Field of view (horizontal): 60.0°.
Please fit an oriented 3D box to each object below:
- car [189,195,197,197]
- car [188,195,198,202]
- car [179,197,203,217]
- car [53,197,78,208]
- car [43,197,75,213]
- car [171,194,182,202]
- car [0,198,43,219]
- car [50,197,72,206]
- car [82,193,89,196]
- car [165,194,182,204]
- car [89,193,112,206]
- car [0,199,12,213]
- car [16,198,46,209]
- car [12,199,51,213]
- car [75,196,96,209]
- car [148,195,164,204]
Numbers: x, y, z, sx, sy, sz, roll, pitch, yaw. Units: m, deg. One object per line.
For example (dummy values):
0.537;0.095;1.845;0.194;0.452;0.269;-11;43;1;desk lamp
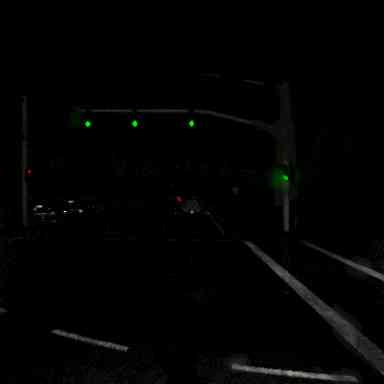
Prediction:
0.025;1.520;62.130;1.812;1.442;4.674;0;0;1;car
0.239;1.413;72.310;1.882;1.535;5.008;0;0;1;car
-0.008;1.523;31.113;1.812;1.442;4.674;0;0;0;car
-18.565;1.501;49.030;1.837;1.490;4.892;0;0;0;car
-15.104;1.561;37.189;1.994;1.385;4.181;0;0;0;car
-3.261;1.290;72.372;2.097;1.767;4.553;0;0;1;car
-15.106;1.489;28.285;2.128;1.511;4.902;0;0;0;car
-22.011;1.596;56.016;1.895;1.301;4.718;0;0;0;car
-18.499;1.216;59.420;2.150;2.045;5.566;0;0;0;car
-3.471;1.558;62.543;1.994;1.385;4.181;0;0;1;car
-15.012;1.217;56.079;2.150;2.045;5.566;0;0;0;car
-22.105;1.561;36.991;1.994;1.385;4.181;0;0;0;car
-22.076;1.522;45.732;1.812;1.442;4.674;0;0;0;car
-18.604;1.544;38.916;2.033;1.411;5.357;0;0;0;car
-15.087;1.560;45.599;1.994;1.385;4.181;0;0;0;car
-6.975;1.542;62.132;2.033;1.411;5.357;0;0;1;car
